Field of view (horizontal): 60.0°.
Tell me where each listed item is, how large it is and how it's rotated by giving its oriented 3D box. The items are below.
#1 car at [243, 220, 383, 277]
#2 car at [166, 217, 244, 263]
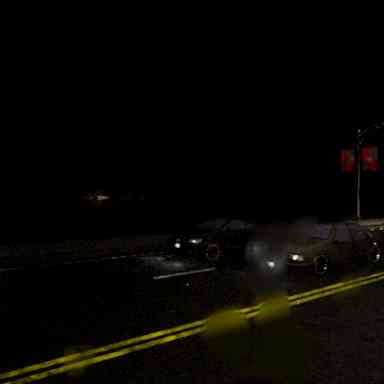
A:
[{"bbox_3d":[4.392,1.655,10.807,5.357,1.411,2.033,1,0,-35],"label":"car"},{"bbox_3d":[1.137,1.653,12.477,4.181,1.385,1.994,1,0,-35],"label":"car"}]
